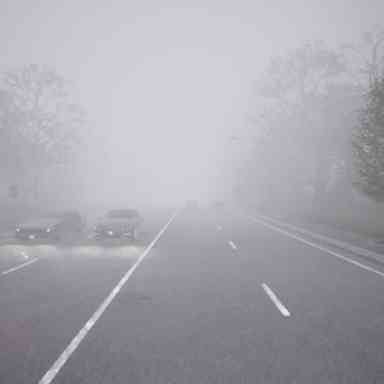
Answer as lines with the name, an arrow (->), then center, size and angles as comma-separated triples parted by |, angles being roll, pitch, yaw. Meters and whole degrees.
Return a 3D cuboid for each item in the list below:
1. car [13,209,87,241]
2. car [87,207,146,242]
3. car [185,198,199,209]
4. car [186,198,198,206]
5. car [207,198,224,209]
car -> -7.001, 1.594, 17.204 | 2.033, 1.411, 5.357 | 0, 0, 0
car -> -3.504, 1.556, 16.803 | 1.837, 1.490, 4.892 | 0, -1, 0
car -> 0.001, 1.730, 47.998 | 1.895, 1.301, 4.718 | 0, 0, 0
car -> 0.002, 1.750, 58.006 | 1.895, 1.301, 4.718 | 0, 0, 0
car -> 3.502, 1.606, 47.559 | 1.882, 1.535, 5.008 | 0, 0, 0
